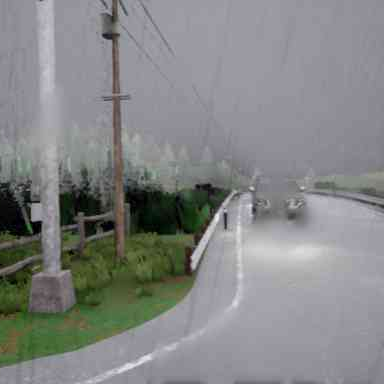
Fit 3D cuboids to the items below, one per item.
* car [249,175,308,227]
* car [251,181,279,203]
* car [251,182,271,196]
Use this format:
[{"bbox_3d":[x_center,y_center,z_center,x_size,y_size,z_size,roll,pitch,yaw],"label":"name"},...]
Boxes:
[{"bbox_3d":[3.869,0.261,15.479,2.150,2.045,5.566,0,4,9],"label":"car"},{"bbox_3d":[5.478,-0.077,25.430,1.837,1.490,4.892,0,3,10],"label":"car"},{"bbox_3d":[7.372,-0.319,35.746,2.033,1.411,5.357,0,0,11],"label":"car"}]
